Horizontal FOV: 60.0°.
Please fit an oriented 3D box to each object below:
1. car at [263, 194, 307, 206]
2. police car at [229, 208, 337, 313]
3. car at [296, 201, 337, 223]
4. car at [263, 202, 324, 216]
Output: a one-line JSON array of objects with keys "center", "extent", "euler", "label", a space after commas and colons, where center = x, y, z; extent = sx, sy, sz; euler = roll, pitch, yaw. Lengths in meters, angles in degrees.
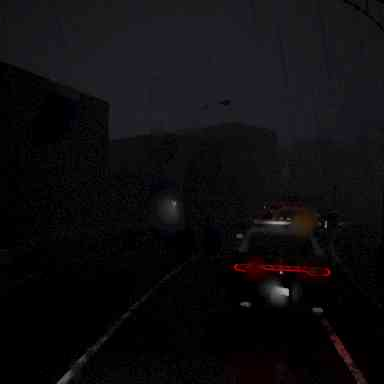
[{"center": [8.251, 1.213, 28.948], "extent": [2.150, 2.045, 5.566], "euler": [1, 0, 41], "label": "car"}, {"center": [2.048, 1.427, 7.952], "extent": [1.930, 1.638, 5.238], "euler": [0, 0, 13], "label": "police car"}, {"center": [8.032, 1.534, 21.451], "extent": [1.837, 1.490, 4.892], "euler": [1, 0, 34], "label": "car"}, {"center": [5.188, 1.491, 16.621], "extent": [1.882, 1.535, 5.008], "euler": [1, 0, 26], "label": "car"}]
